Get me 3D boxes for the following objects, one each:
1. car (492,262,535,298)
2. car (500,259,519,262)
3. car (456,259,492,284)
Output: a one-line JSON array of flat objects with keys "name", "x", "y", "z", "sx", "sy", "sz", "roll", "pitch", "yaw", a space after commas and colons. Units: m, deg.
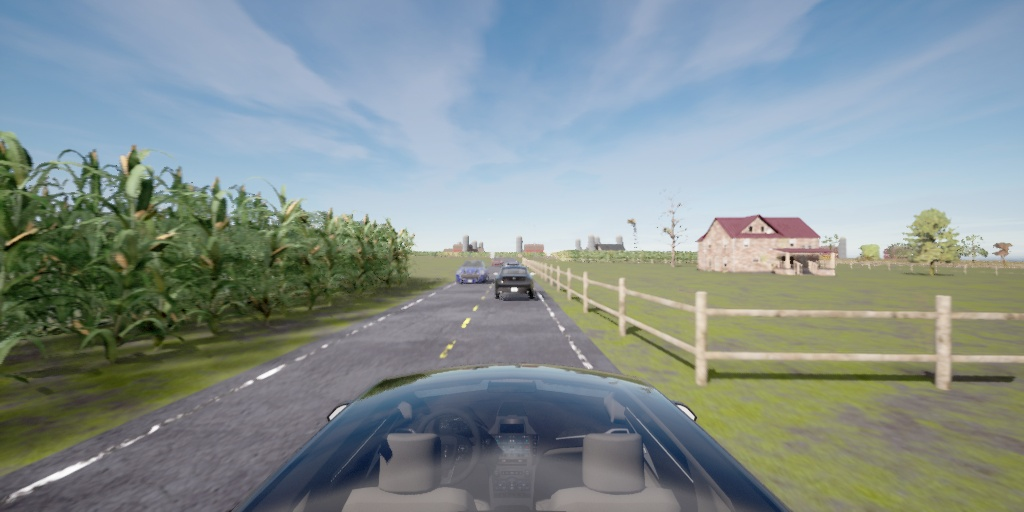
[{"name": "car", "x": 0.105, "y": 1.250, "z": 18.321, "sx": 1.837, "sy": 1.490, "sz": 4.892, "roll": 0, "pitch": 0, "yaw": 0}, {"name": "car", "x": 0.107, "y": 1.219, "z": 39.651, "sx": 2.128, "sy": 1.511, "sz": 4.902, "roll": 0, "pitch": 0, "yaw": 0}, {"name": "car", "x": -2.842, "y": 1.093, "z": 26.474, "sx": 2.097, "sy": 1.767, "sz": 4.553, "roll": 0, "pitch": 0, "yaw": 0}]
